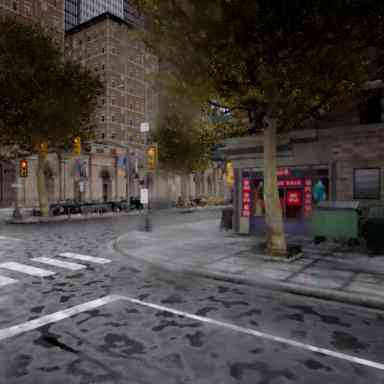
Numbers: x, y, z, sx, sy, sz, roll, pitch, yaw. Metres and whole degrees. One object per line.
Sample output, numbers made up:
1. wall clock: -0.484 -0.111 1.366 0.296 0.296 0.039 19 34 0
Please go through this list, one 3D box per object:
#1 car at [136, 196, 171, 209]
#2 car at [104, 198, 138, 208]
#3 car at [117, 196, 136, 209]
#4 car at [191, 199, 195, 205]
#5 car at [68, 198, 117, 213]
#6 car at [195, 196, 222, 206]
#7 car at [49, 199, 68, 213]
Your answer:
1. car: -4.745 1.506 44.137 1.837 1.490 4.892 0 0 36
2. car: -10.206 1.595 47.937 1.895 1.301 4.718 0 0 36
3. car: -7.932 1.352 45.703 2.097 1.767 4.553 0 0 36
4. car: 1.702 1.477 58.982 1.882 1.535 5.008 0 0 36
5. car: -10.694 1.564 35.904 1.994 1.385 4.181 0 0 36
6. car: 3.149 1.478 55.029 1.882 1.535 5.008 0 0 36
7. car: -13.876 1.505 37.477 1.837 1.490 4.892 0 0 36
